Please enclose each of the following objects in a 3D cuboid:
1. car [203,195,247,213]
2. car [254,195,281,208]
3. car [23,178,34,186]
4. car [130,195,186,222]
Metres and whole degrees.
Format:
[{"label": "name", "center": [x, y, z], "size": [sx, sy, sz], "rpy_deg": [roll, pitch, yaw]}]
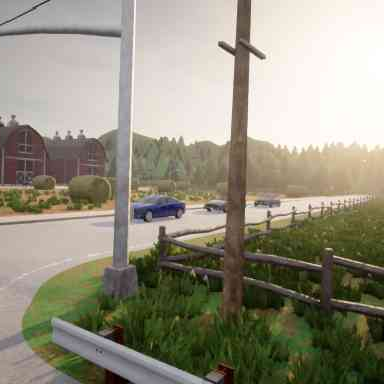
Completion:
[{"label": "car", "center": [3.093, 1.000, 29.443], "size": [2.033, 1.411, 5.357], "rpy_deg": [3, 2, 33]}, {"label": "car", "center": [8.614, 1.001, 37.795], "size": [1.994, 1.385, 4.181], "rpy_deg": [3, 2, 33]}, {"label": "car", "center": [-38.868, -2.310, 79.365], "size": [1.905, 1.878, 3.866], "rpy_deg": [8, 2, -13]}, {"label": "car", "center": [-2.351, 0.947, 21.185], "size": [1.882, 1.535, 5.008], "rpy_deg": [3, 2, 33]}]
